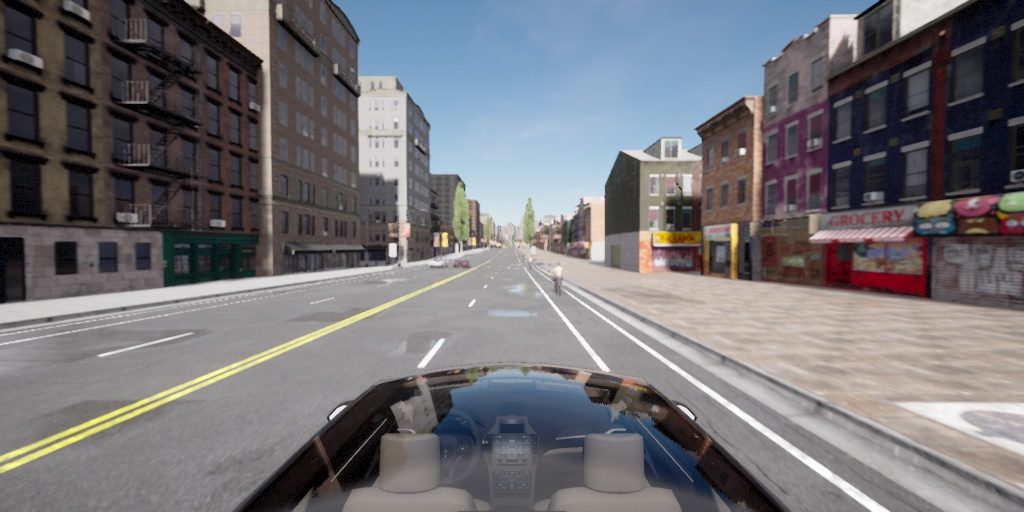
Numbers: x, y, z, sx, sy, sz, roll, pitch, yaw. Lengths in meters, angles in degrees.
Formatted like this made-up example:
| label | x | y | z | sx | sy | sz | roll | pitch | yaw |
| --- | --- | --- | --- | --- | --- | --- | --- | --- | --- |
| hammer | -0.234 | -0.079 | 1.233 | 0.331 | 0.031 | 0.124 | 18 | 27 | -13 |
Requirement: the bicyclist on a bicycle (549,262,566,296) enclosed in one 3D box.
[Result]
| label | x | y | z | sx | sy | sz | roll | pitch | yaw |
| --- | --- | --- | --- | --- | --- | --- | --- | --- | --- |
| bicyclist on a bicycle | 2.257 | 1.087 | 17.617 | 0.866 | 1.612 | 1.509 | 0 | 1 | 0 |

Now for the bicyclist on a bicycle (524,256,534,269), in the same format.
| label | x | y | z | sx | sy | sz | roll | pitch | yaw |
| --- | --- | --- | --- | --- | --- | --- | --- | --- | --- |
| bicyclist on a bicycle | 2.264 | 0.824 | 43.552 | 0.866 | 1.612 | 1.509 | 0 | 1 | 0 |

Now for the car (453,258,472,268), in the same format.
| label | x | y | z | sx | sy | sz | roll | pitch | yaw |
| --- | --- | --- | --- | --- | --- | --- | --- | --- | --- |
| car | -6.506 | 0.908 | 47.314 | 1.994 | 1.385 | 4.181 | 0 | 1 | 0 |

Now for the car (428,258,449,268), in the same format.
| label | x | y | z | sx | sy | sz | roll | pitch | yaw |
| --- | --- | --- | --- | --- | --- | --- | --- | --- | --- |
| car | -9.753 | 0.942 | 47.604 | 1.895 | 1.301 | 4.718 | 0 | 1 | 0 |
